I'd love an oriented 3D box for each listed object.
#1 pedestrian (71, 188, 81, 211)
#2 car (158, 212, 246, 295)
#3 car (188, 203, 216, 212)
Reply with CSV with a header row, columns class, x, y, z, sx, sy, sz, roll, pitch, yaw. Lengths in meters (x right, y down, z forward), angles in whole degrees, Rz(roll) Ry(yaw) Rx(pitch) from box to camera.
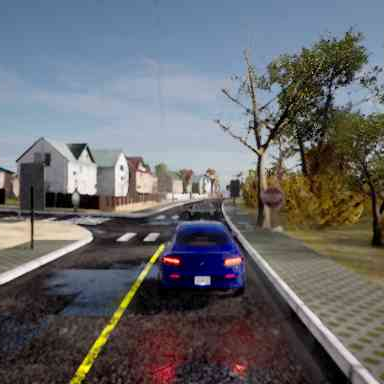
class,x,y,z,sx,sy,sz,roll,pitch,yaw
pedestrian,-9.141,0.557,26.112,0.375,1.860,0.375,0,-3,1
car,0.230,1.453,8.429,1.812,1.442,4.674,0,0,1
car,0.751,1.413,23.432,1.895,1.301,4.718,0,0,3
